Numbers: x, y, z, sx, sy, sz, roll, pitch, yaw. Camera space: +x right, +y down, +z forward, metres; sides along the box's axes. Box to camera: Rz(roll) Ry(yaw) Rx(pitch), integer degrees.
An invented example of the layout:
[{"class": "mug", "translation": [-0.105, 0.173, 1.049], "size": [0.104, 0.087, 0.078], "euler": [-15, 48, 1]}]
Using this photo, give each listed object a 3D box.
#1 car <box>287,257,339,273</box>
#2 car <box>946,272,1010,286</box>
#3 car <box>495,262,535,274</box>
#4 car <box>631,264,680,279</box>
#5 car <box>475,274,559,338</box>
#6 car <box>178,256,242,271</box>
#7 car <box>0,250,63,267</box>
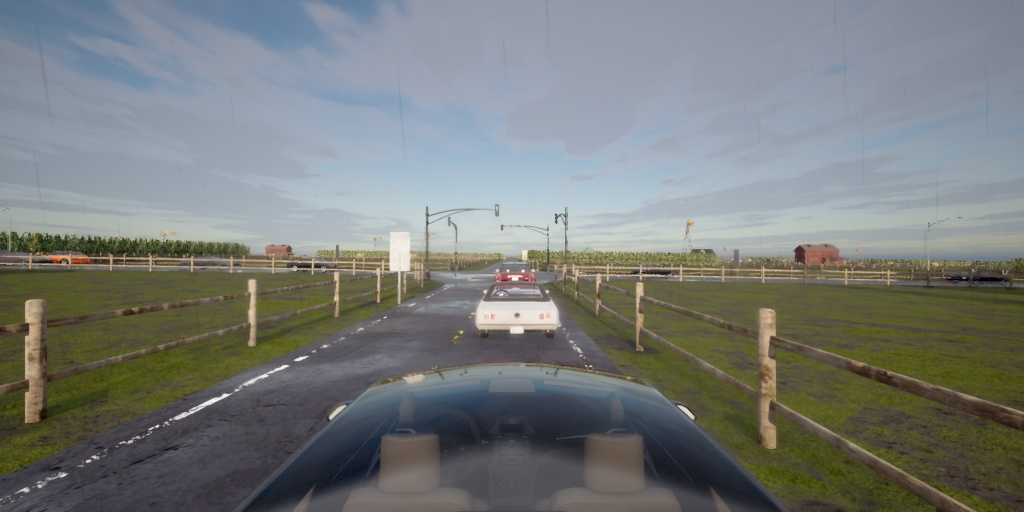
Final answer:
[{"class": "car", "translation": [-20.316, 0.898, 36.730], "size": [4.892, 1.490, 1.837], "euler": [1, 0, 0]}, {"class": "car", "translation": [47.603, 2.293, 36.521], "size": [4.718, 1.301, 1.895], "euler": [1, 0, 0]}, {"class": "car", "translation": [0.180, 1.104, 19.123], "size": [2.097, 1.767, 4.553], "euler": [0, 0, 1]}, {"class": "car", "translation": [14.701, 1.557, 36.624], "size": [4.892, 1.490, 1.837], "euler": [1, 0, 0]}, {"class": "car", "translation": [0.124, 1.352, 10.135], "size": [1.895, 1.301, 4.718], "euler": [0, 0, 0]}, {"class": "car", "translation": [-30.929, 0.749, 36.764], "size": [5.357, 1.411, 2.033], "euler": [1, 0, 0]}, {"class": "car", "translation": [-50.439, 0.400, 36.885], "size": [5.357, 1.411, 2.033], "euler": [1, 0, 1]}]
